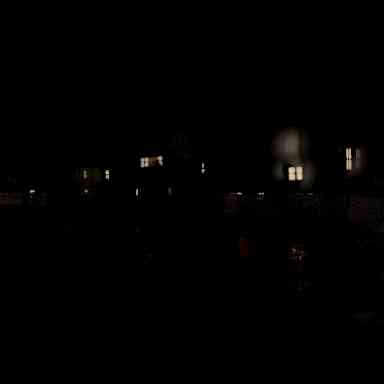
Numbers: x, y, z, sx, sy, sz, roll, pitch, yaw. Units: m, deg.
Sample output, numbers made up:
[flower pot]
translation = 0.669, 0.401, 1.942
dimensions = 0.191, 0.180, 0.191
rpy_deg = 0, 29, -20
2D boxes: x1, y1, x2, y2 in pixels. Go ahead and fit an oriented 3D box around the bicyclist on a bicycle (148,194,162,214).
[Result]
[bicyclist on a bicycle]
translation = -3.101, 1.026, 27.932
dimensions = 0.582, 1.620, 1.656
rpy_deg = 0, 3, 38
